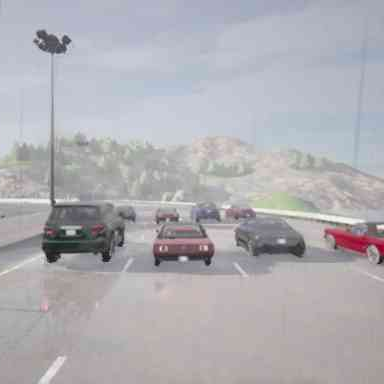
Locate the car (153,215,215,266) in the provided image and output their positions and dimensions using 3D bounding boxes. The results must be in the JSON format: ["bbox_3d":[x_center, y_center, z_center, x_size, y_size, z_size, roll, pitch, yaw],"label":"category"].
[{"bbox_3d":[-0.391,1.737,12.172,1.895,1.301,4.718,0,-1,-4],"label":"car"}]

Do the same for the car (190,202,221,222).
[{"bbox_3d":[1.087,1.675,29.719,2.097,1.767,4.553,0,-1,-9],"label":"car"}]

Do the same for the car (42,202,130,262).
[{"bbox_3d":[-3.966,1.380,13.039,2.150,2.045,5.566,0,-1,-4],"label":"car"}]

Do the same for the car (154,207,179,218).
[{"bbox_3d":[-2.244,1.923,28.634,1.895,1.301,4.718,0,-1,-9],"label":"car"}]

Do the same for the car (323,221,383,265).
[{"bbox_3d":[6.623,1.711,12.091,1.895,1.301,4.718,0,-1,-4],"label":"car"}]

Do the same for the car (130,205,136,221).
[{"bbox_3d":[-6.197,1.926,30.946,1.994,1.385,4.181,0,-1,-9],"label":"car"}]

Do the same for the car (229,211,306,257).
[{"bbox_3d":[2.980,1.703,13.563,1.994,1.385,4.181,0,-1,-4],"label":"car"}]

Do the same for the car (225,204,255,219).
[{"bbox_3d":[4.441,1.849,30.873,1.812,1.442,4.674,0,-1,-9],"label":"car"}]
